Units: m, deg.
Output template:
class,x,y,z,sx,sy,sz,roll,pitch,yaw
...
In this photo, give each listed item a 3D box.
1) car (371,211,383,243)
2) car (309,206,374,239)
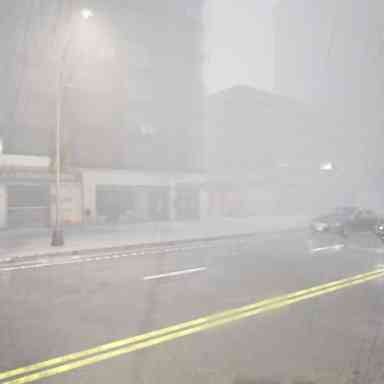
class,x,y,z,sx,sy,sz,roll,pitch,yaw
car,10.317,1.622,14.964,4.718,1.301,1.895,0,0,-35
car,8.139,1.513,17.405,4.902,1.511,2.128,0,0,-35
